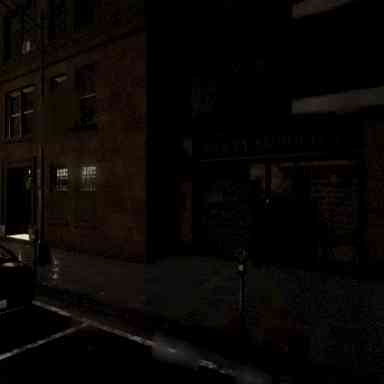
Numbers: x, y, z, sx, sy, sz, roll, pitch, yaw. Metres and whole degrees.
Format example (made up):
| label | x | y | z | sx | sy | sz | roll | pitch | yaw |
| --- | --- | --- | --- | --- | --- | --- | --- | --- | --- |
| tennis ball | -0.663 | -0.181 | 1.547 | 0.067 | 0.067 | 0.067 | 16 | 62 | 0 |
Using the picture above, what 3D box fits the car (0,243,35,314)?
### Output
| label | x | y | z | sx | sy | sz | roll | pitch | yaw |
| --- | --- | --- | --- | --- | --- | --- | --- | --- | --- |
| car | -4.816 | 1.550 | 6.504 | 4.403 | 1.369 | 2.008 | 0 | 0 | 35 |
